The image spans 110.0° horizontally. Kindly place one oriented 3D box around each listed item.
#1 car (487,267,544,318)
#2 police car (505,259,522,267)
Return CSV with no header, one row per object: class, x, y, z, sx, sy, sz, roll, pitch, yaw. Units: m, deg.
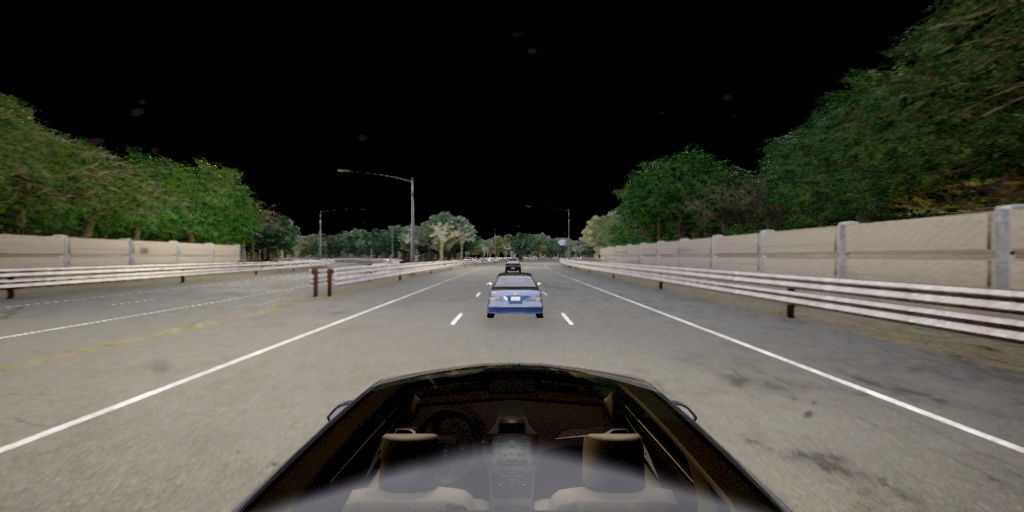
car,0.102,1.299,13.020,2.033,1.411,5.357,0,0,0
police car,0.178,1.190,43.916,1.930,1.638,5.238,0,0,1
